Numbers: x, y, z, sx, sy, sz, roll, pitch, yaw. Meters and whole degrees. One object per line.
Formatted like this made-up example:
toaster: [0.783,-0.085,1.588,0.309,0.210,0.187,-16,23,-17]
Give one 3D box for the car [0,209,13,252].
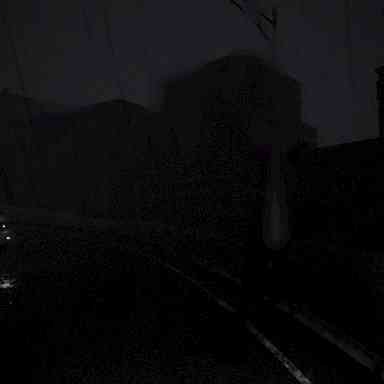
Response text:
car: [-9.061,1.219,13.222,5.566,2.045,2.150,0,-1,45]
